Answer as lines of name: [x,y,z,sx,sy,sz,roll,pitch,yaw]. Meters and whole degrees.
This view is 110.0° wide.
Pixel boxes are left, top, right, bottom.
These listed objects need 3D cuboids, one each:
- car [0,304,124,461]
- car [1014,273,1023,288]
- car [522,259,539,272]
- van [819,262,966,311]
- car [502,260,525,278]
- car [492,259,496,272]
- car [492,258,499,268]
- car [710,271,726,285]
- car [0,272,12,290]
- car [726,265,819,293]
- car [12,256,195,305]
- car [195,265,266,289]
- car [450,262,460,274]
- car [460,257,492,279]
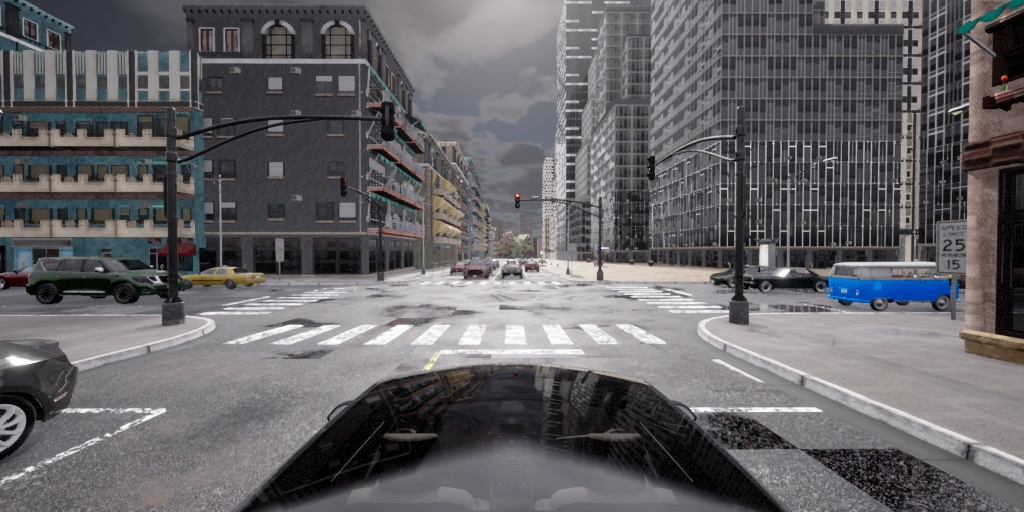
car: [-5.690,1.300,2.123,2.007,1.370,4.403,0,0,0]
car: [24.592,1.218,19.663,5.357,1.411,2.033,0,1,0]
car: [2.527,1.289,45.920,1.888,1.381,4.507,0,0,0]
van: [14.655,1.117,13.840,3.998,1.789,1.690,0,0,0]
car: [0.004,1.345,33.848,1.895,1.301,4.718,0,0,0]
car: [-3.214,1.345,41.501,1.895,1.301,4.718,0,0,0]
car: [-3.241,1.345,51.564,1.895,1.301,4.718,0,0,0]
car: [14.617,1.215,22.220,4.313,1.339,1.948,0,0,0]
car: [-28.839,1.189,22.019,4.097,1.591,1.967,0,0,0]
car: [14.804,1.289,19.621,4.718,1.301,1.895,0,1,0]
car: [-18.258,1.031,16.260,5.566,2.045,2.150,0,1,0]
car: [-17.941,1.246,22.069,4.829,1.417,1.751,0,0,0]
car: [-5.804,1.289,40.189,1.888,1.381,4.507,0,0,0]
car: [-3.165,1.097,32.472,2.097,1.767,4.553,0,0,-1]
